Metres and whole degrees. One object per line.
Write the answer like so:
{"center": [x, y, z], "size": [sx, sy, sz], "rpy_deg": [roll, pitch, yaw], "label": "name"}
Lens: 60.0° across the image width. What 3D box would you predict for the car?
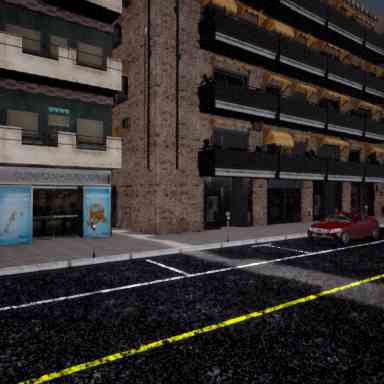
{"center": [7.172, 1.583, 15.538], "size": [4.206, 1.307, 1.802], "rpy_deg": [0, 0, -35], "label": "car"}
